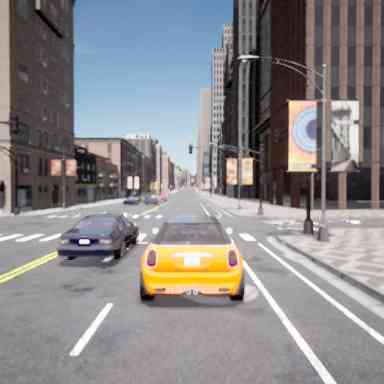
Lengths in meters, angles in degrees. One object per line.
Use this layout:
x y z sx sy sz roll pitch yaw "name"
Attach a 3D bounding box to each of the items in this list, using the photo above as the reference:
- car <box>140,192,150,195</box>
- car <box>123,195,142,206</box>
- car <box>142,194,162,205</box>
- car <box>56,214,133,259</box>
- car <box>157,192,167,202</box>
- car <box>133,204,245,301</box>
-9.755 1.117 69.344 2.150 2.045 5.566 0 0 0 "car"
-9.825 1.526 53.534 1.895 1.301 4.718 0 0 0 "car"
-6.574 1.488 54.448 1.994 1.385 4.181 0 0 0 "car"
-3.230 1.524 12.426 2.033 1.411 5.357 0 0 0 "car"
-6.505 1.115 69.779 2.150 2.045 5.566 0 0 0 "car"
0.010 1.335 8.448 2.097 1.767 4.553 0 0 0 "car"
